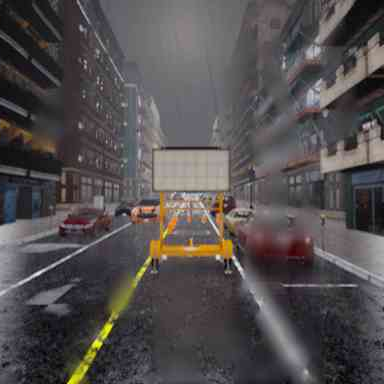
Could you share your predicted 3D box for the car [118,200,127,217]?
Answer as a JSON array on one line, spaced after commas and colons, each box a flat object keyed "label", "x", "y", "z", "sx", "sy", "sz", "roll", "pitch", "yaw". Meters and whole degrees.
[{"label": "car", "x": -5.289, "y": 1.380, "z": 28.305, "sx": 1.947, "sy": 1.339, "sz": 4.313, "roll": 2, "pitch": 0, "yaw": 0}]

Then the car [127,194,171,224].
[{"label": "car", "x": -2.849, "y": 1.200, "z": 23.010, "sx": 2.097, "sy": 1.767, "sz": 4.553, "roll": 0, "pitch": 0, "yaw": 0}]

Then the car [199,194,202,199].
[{"label": "car", "x": 2.593, "y": 1.198, "z": 56.622, "sx": 1.947, "sy": 1.339, "sz": 4.313, "roll": 2, "pitch": 0, "yaw": 0}]

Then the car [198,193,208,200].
[{"label": "car", "x": 2.594, "y": 1.040, "z": 79.278, "sx": 2.008, "sy": 1.369, "sz": 4.403, "roll": 2, "pitch": 0, "yaw": 0}]

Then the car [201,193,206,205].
[{"label": "car", "x": 2.593, "y": 1.229, "z": 45.463, "sx": 1.752, "sy": 1.417, "sz": 4.829, "roll": 2, "pitch": 0, "yaw": 0}]

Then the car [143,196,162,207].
[{"label": "car", "x": -5.287, "y": 1.256, "z": 45.298, "sx": 2.008, "sy": 1.369, "sz": 4.403, "roll": 2, "pitch": 0, "yaw": 0}]

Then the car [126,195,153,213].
[{"label": "car", "x": -5.284, "y": 1.218, "z": 33.969, "sx": 1.967, "sy": 1.590, "sz": 4.097, "roll": 2, "pitch": 0, "yaw": 0}]

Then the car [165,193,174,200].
[{"label": "car", "x": -5.285, "y": 1.016, "z": 79.114, "sx": 1.752, "sy": 1.417, "sz": 4.829, "roll": 2, "pitch": 0, "yaw": 0}]

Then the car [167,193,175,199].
[{"label": "car", "x": -5.284, "y": 0.982, "z": 84.778, "sx": 1.752, "sy": 1.417, "sz": 4.829, "roll": 2, "pitch": 0, "yaw": 0}]

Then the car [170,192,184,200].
[{"label": "car", "x": -2.775, "y": 1.101, "z": 65.394, "sx": 1.812, "sy": 1.442, "sz": 4.674, "roll": 0, "pitch": 0, "yaw": 1}]

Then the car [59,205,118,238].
[{"label": "car", "x": -5.290, "y": 1.470, "z": 16.976, "sx": 1.802, "sy": 1.307, "sz": 4.206, "roll": 2, "pitch": 0, "yaw": 0}]

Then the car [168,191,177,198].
[{"label": "car", "x": -5.276, "y": 0.737, "z": 90.612, "sx": 2.192, "sy": 1.841, "sz": 5.009, "roll": 2, "pitch": 0, "yaw": 0}]

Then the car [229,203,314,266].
[{"label": "car", "x": 2.594, "y": 1.365, "z": 11.306, "sx": 1.967, "sy": 1.590, "sz": 4.097, "roll": 2, "pitch": 0, "yaw": 0}]

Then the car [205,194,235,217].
[{"label": "car", "x": 2.599, "y": 1.129, "z": 28.298, "sx": 2.192, "sy": 1.841, "sz": 5.009, "roll": 2, "pitch": 0, "yaw": 0}]

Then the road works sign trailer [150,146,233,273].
[{"label": "road works sign trailer", "x": -0.022, "y": 0.395, "z": 10.373, "sx": 2.380, "sy": 3.560, "sz": 2.880, "roll": 0, "pitch": 0, "yaw": 0}]

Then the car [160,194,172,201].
[{"label": "car", "x": -5.286, "y": 1.104, "z": 67.957, "sx": 1.887, "sy": 1.381, "sz": 4.507, "roll": 2, "pitch": 0, "yaw": 0}]

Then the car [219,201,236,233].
[{"label": "car", "x": 2.591, "y": 1.412, "z": 17.140, "sx": 1.752, "sy": 1.417, "sz": 4.829, "roll": 2, "pitch": 0, "yaw": 0}]
